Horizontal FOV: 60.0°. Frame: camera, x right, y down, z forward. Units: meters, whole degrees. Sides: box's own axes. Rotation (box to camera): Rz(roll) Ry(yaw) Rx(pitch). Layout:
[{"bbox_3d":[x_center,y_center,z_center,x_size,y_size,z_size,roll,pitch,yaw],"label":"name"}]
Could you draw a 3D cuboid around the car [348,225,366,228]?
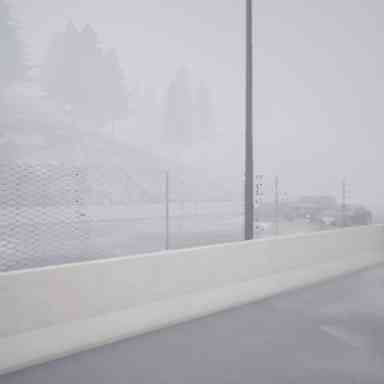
[{"bbox_3d":[9.799,1.519,21.211,4.902,1.511,2.128,0,0,-42],"label":"car"}]
